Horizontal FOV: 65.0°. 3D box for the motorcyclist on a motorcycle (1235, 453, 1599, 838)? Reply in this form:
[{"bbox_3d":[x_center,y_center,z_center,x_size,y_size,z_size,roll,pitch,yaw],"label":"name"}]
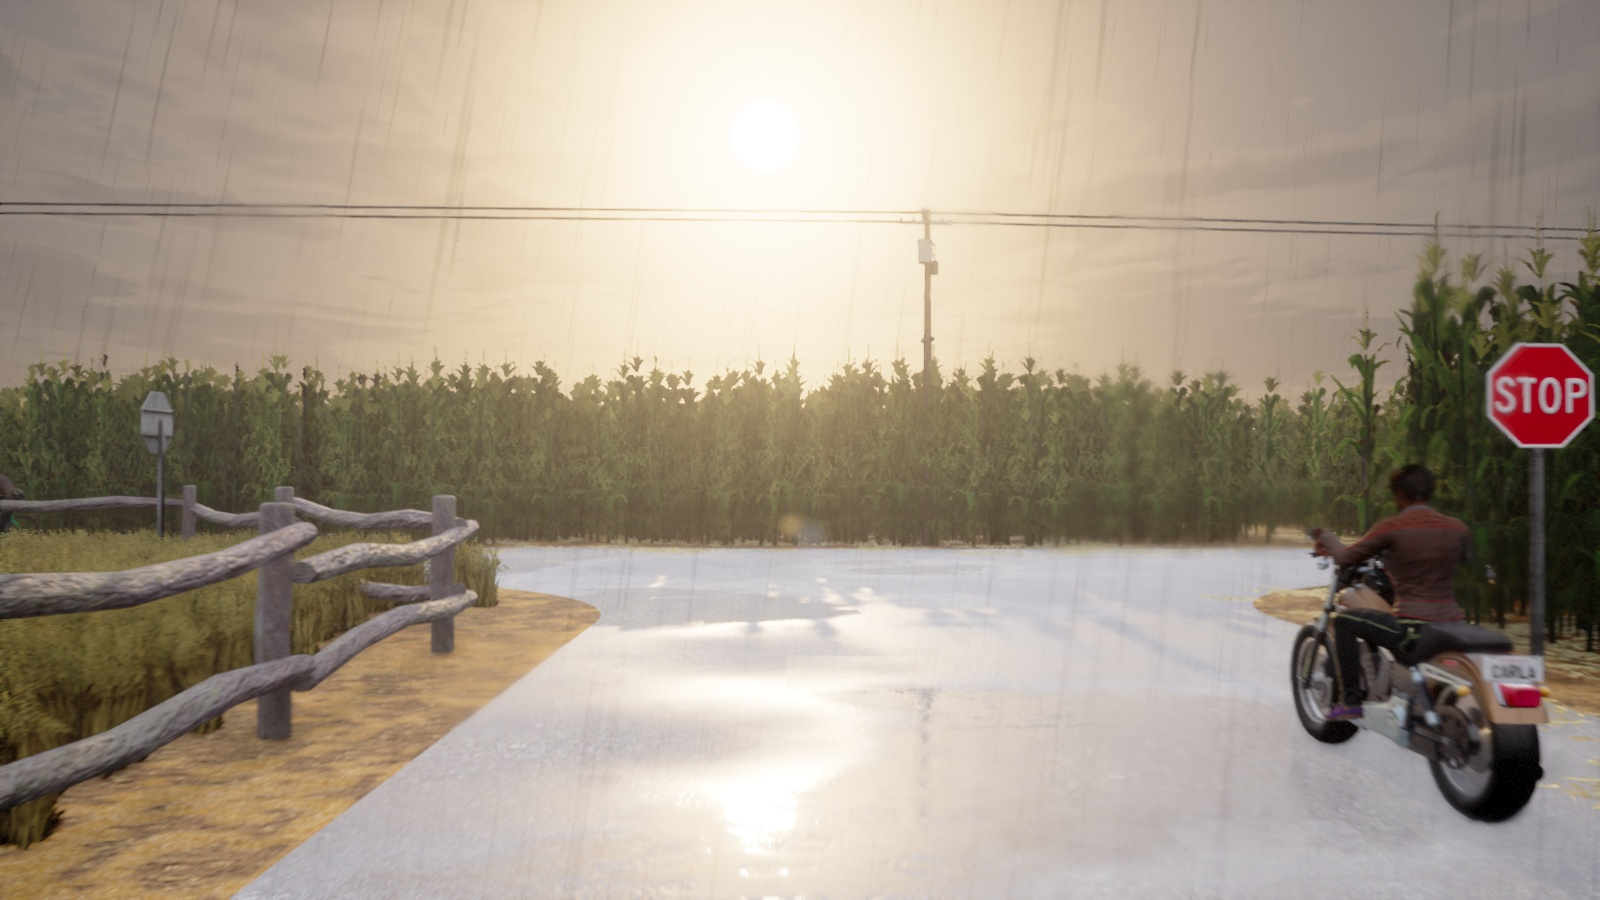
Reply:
[{"bbox_3d":[3.083,0.863,6.584,0.766,1.649,2.350,0,-1,0],"label":"motorcyclist on a motorcycle"}]

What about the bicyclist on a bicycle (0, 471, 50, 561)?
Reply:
[{"bbox_3d":[-14.858,1.215,23.199,1.656,1.620,0.582,-1,-1,0],"label":"bicyclist on a bicycle"}]
